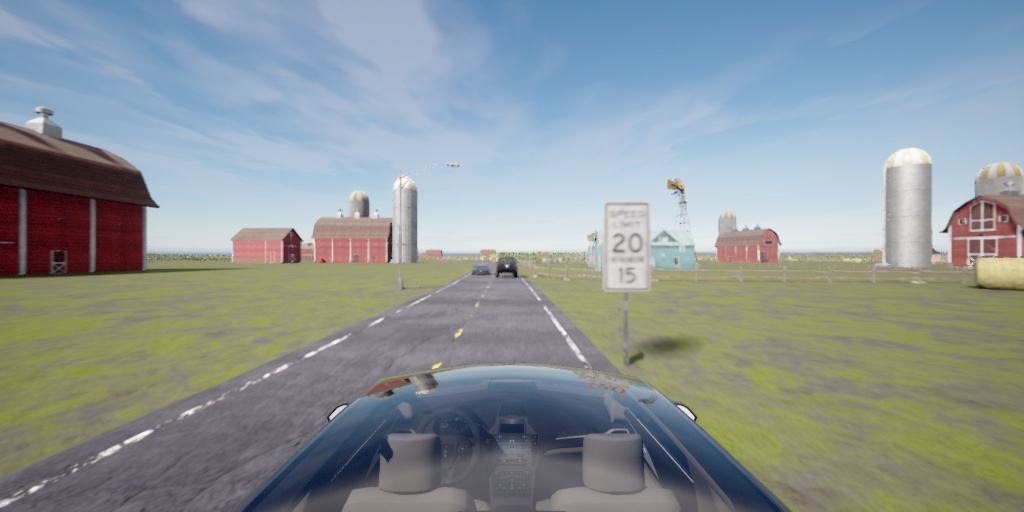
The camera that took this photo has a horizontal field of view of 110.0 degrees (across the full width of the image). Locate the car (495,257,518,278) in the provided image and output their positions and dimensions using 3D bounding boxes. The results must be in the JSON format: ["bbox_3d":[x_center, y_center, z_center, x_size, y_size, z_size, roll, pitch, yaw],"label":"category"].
[{"bbox_3d":[-0.547,1.077,36.149,2.150,2.045,5.566,0,0,-2],"label":"car"}]

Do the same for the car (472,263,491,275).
[{"bbox_3d":[-3.470,1.441,41.033,1.994,1.385,4.181,0,0,-2],"label":"car"}]
